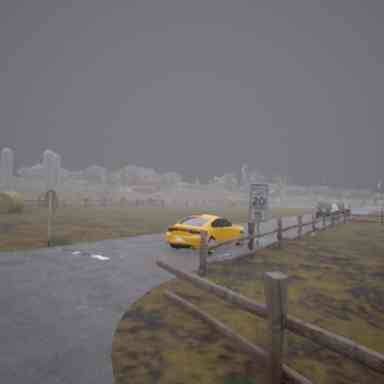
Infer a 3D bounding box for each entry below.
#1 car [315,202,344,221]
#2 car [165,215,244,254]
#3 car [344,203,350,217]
[{"bbox_3d":[16.621,2.320,40.688,2.150,2.045,5.566,3,0,32],"label":"car"},{"bbox_3d":[0.780,1.805,15.400,1.882,1.535,5.008,3,0,32],"label":"car"},{"bbox_3d":[22.087,2.598,49.527,2.150,2.045,5.566,3,0,32],"label":"car"}]
